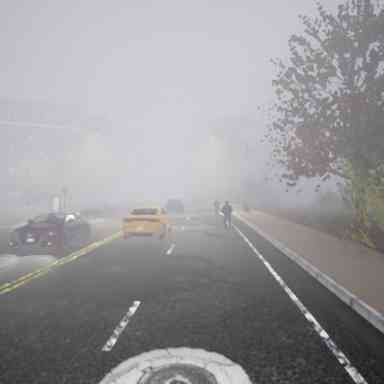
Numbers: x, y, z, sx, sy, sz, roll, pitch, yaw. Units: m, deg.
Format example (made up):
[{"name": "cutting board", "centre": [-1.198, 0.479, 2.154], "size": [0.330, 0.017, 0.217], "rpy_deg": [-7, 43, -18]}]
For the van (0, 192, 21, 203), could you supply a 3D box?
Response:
[{"name": "van", "centre": [-29.592, 0.839, 53.395], "size": [3.998, 1.788, 1.690], "rpy_deg": [1, -1, -29]}]

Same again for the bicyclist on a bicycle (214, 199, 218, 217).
[{"name": "bicyclist on a bicycle", "centre": [2.178, 1.420, 28.997], "size": [0.582, 1.620, 1.656], "rpy_deg": [0, 0, 1]}]

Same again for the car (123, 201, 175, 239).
[{"name": "car", "centre": [-2.199, 1.460, 17.203], "size": [1.882, 1.535, 5.008], "rpy_deg": [0, 0, 2]}]

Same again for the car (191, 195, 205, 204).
[{"name": "car", "centre": [1.282, 1.484, 60.392], "size": [1.994, 1.385, 4.181], "rpy_deg": [0, 0, -2]}]

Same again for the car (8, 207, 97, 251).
[{"name": "car", "centre": [-5.769, 1.550, 14.003], "size": [1.994, 1.385, 4.181], "rpy_deg": [0, 0, 2]}]

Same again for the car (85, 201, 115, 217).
[{"name": "car", "centre": [-8.523, 1.516, 30.714], "size": [2.033, 1.411, 5.357], "rpy_deg": [0, 0, 1]}]

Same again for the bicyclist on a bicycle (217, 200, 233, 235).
[{"name": "bicyclist on a bicycle", "centre": [1.876, 1.352, 17.943], "size": [0.659, 1.776, 1.843], "rpy_deg": [0, 0, 2]}]

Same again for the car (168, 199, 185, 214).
[{"name": "car", "centre": [-1.773, 1.437, 35.466], "size": [1.882, 1.535, 5.008], "rpy_deg": [0, 0, 1]}]
